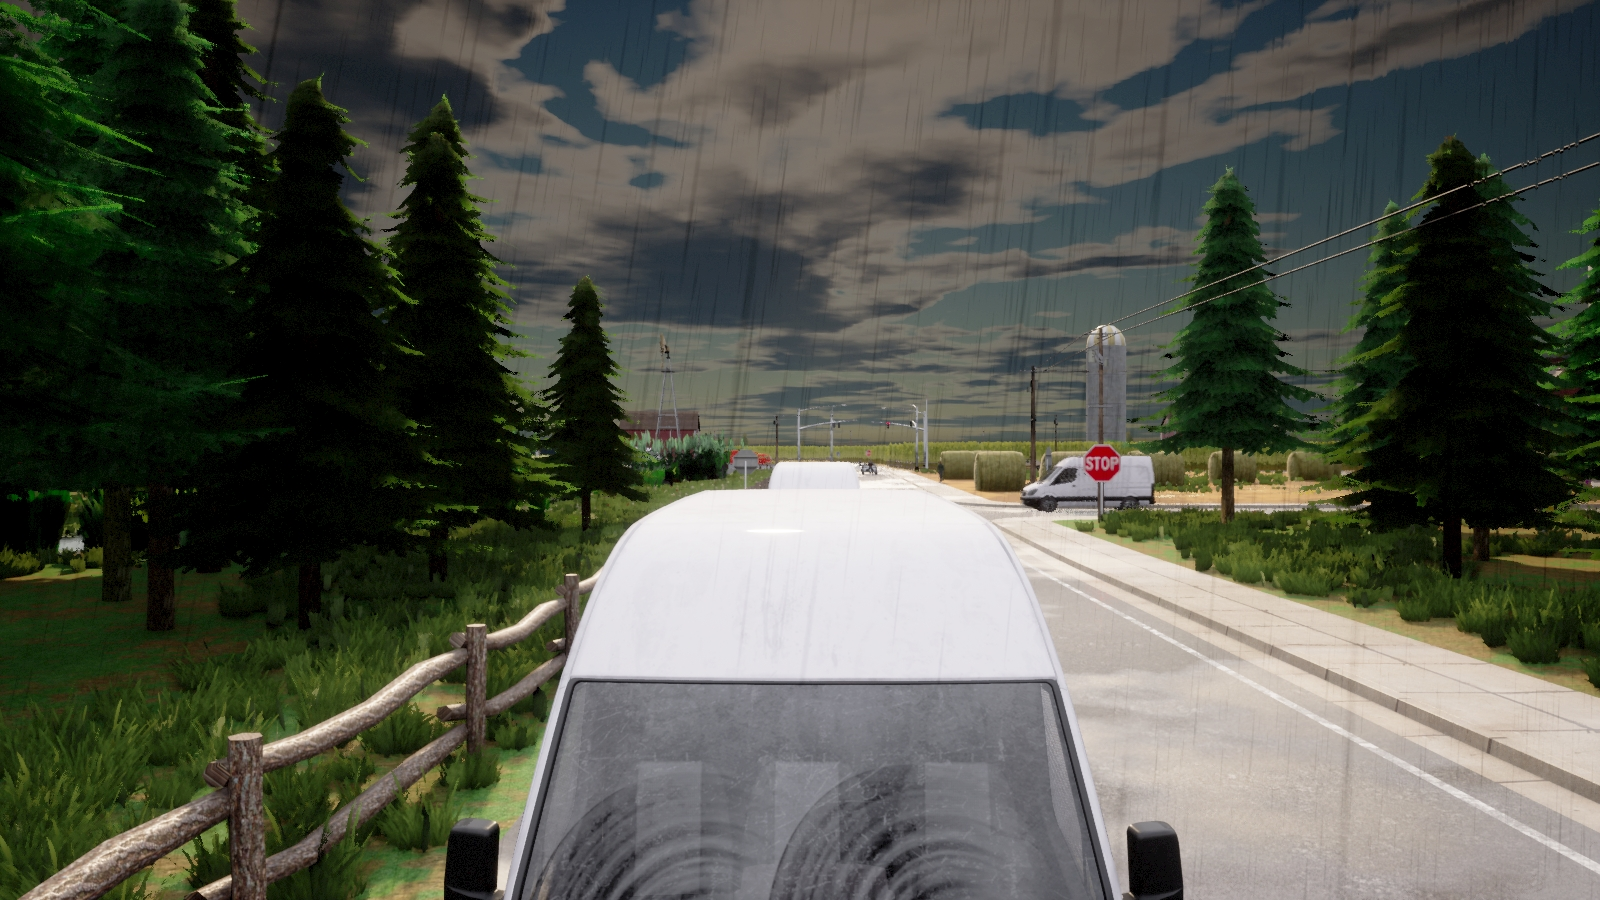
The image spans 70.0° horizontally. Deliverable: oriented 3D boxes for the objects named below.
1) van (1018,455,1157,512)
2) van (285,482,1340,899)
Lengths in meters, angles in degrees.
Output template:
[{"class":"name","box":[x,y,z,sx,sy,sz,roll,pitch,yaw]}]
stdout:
[{"class":"van","box":[13.151,1.534,52.518,5.915,2.561,1.988,0,0,0]},{"class":"van","box":[0.056,1.508,5.110,1.988,2.561,5.915,0,0,1]}]
